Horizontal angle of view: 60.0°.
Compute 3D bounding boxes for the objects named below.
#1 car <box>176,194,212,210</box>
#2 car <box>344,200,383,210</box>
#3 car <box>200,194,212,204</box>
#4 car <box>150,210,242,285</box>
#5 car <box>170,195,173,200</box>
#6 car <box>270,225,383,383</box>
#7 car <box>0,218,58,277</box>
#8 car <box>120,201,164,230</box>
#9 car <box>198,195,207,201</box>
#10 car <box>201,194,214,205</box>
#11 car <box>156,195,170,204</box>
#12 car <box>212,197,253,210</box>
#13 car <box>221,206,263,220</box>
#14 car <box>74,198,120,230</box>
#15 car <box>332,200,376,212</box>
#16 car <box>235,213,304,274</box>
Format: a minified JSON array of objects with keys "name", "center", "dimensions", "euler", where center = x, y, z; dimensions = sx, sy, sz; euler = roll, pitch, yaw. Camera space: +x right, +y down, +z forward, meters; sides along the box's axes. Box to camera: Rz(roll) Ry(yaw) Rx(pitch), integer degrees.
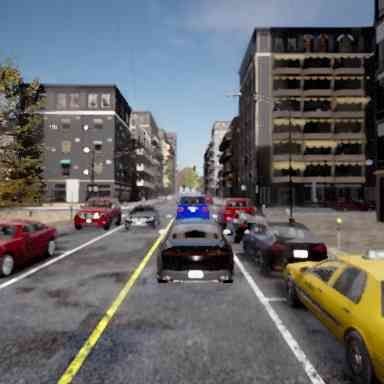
[{"name":"car","center":[0.053,1.213,22.815],"dimensions":[2.150,2.045,5.566],"euler":[0,0,0]},{"name":"car","center":[22.706,1.713,43.972],"dimensions":[4.313,1.339,1.947],"euler":[0,-1,0]},{"name":"car","center":[2.695,1.295,64.952],"dimensions":[2.192,1.841,5.009],"euler":[1,0,0]},{"name":"car","center":[0.080,1.502,9.492],"dimensions":[1.837,1.490,4.892],"euler":[0,0,0]},{"name":"car","center":[-5.858,1.500,87.484],"dimensions":[1.752,1.417,4.829],"euler":[1,0,0]},{"name":"car","center":[2.694,1.524,5.033],"dimensions":[1.752,1.417,4.829],"euler":[1,0,0]},{"name":"car","center":[-5.698,1.541,10.266],"dimensions":[1.887,1.381,4.507],"euler":[1,0,0]},{"name":"car","center":[-3.045,1.525,21.346],"dimensions":[1.812,1.442,4.674],"euler":[0,0,0]},{"name":"car","center":[2.534,1.542,82.036],"dimensions":[1.947,1.339,4.313],"euler":[1,0,0]},{"name":"car","center":[2.715,1.297,59.252],"dimensions":[2.192,1.841,5.009],"euler":[1,0,0]},{"name":"car","center":[-5.933,1.531,64.870],"dimensions":[2.008,1.369,4.403],"euler":[1,0,0]},{"name":"car","center":[2.737,1.308,21.178],"dimensions":[2.192,1.841,5.009],"euler":[1,0,0]},{"name":"car","center":[2.671,1.560,15.742],"dimensions":[1.947,1.339,4.313],"euler":[1,0,0]},{"name":"car","center":[-5.789,1.307,21.154],"dimensions":[2.192,1.841,5.009],"euler":[1,0,0]},{"name":"car","center":[17.209,1.557,35.569],"dimensions":[4.206,1.307,1.802],"euler":[0,-1,0]},{"name":"car","center":[2.682,1.562,10.303],"dimensions":[1.947,1.339,4.313],"euler":[1,0,0]}]
